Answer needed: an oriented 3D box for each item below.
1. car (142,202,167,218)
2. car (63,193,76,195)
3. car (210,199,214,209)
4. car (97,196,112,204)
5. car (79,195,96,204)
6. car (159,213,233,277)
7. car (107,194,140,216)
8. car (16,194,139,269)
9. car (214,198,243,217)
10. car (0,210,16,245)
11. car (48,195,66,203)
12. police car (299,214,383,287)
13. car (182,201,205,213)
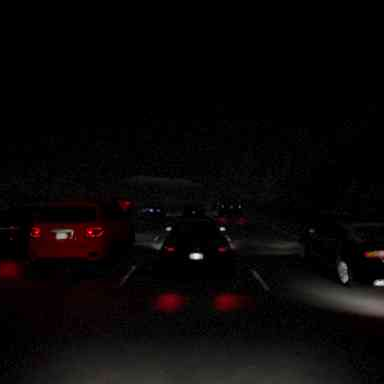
[{"bbox_3d":[-3.355,1.570,30.036,2.033,1.411,5.357,0,0,0],"label":"car"},{"bbox_3d":[-24.396,1.222,65.916,2.150,2.045,5.566,0,0,0],"label":"car"},{"bbox_3d":[3.607,1.556,44.886,1.837,1.490,4.892,0,0,1],"label":"car"},{"bbox_3d":[-17.397,1.565,66.364,1.994,1.385,4.181,0,0,0],"label":"car"},{"bbox_3d":[-20.895,1.479,66.774,1.882,1.535,5.008,0,0,0],"label":"car"},{"bbox_3d":[0.112,1.580,10.328,1.994,1.385,4.181,0,0,0],"label":"car"},{"bbox_3d":[-6.836,1.239,33.811,2.150,2.045,5.566,0,0,1],"label":"car"},{"bbox_3d":[-3.397,1.230,11.321,2.150,2.045,5.566,0,0,0],"label":"car"},{"bbox_3d":[3.605,1.392,32.328,2.097,1.767,4.553,0,0,0],"label":"car"},{"bbox_3d":[-6.882,1.494,13.974,2.128,1.511,4.902,0,0,0],"label":"car"},{"bbox_3d":[-27.891,1.476,69.009,1.837,1.490,4.892,0,0,0],"label":"car"},{"bbox_3d":[4.561,1.451,9.519,1.930,1.638,5.238,0,0,0],"label":"police car"},{"bbox_3d":[0.145,1.508,29.794,1.882,1.535,5.008,0,0,0],"label":"car"}]
